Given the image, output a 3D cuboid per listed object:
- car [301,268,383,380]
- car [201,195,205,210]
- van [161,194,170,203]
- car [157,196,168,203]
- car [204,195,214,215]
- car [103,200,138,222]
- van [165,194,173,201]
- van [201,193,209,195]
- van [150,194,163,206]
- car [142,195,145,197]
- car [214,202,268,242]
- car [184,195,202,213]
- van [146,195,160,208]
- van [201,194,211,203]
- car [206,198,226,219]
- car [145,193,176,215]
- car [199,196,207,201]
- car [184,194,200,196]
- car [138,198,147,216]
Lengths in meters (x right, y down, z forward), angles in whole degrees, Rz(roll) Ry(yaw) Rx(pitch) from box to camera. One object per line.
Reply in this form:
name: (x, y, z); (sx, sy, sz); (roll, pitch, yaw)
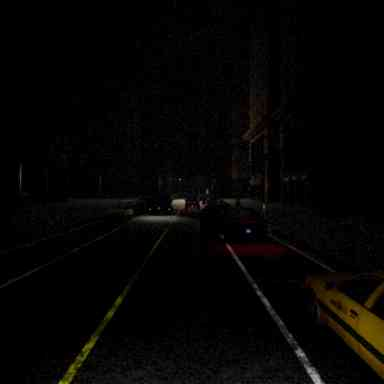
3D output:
car: (2.760, 1.523, 4.112); (1.752, 1.417, 4.829); (0, 0, 0)
car: (2.753, 1.534, 49.363); (2.008, 1.369, 4.403); (0, 0, 0)
van: (-5.776, 1.326, 72.062); (1.690, 1.788, 3.998); (0, 0, 0)
car: (-5.774, 1.566, 66.385); (1.802, 1.307, 4.206); (0, 0, 0)
car: (2.755, 1.426, 38.007); (1.967, 1.590, 4.097); (0, 0, 0)
car: (-5.768, 1.514, 26.472); (1.752, 1.417, 4.829); (0, 0, 0)
van: (-5.777, 1.328, 83.417); (1.690, 1.788, 3.998); (0, 0, 0)
van: (2.752, 1.324, 55.041); (1.690, 1.788, 3.998); (0, 0, 0)
van: (-5.773, 1.324, 55.030); (1.690, 1.788, 3.998); (0, 0, 0)
car: (-5.771, 1.300, 43.675); (2.192, 1.841, 5.009); (0, 0, 0)
car: (2.358, 1.469, 16.353); (1.882, 1.535, 5.008); (0, 0, 0)
car: (0.052, 1.487, 43.030); (1.837, 1.490, 4.892); (0, -1, 1)
van: (-5.772, 1.325, 49.352); (1.690, 1.788, 3.998); (0, 0, 0)
van: (2.750, 1.325, 66.395); (1.690, 1.788, 3.998); (0, 0, 0)
car: (2.756, 1.538, 32.330); (2.008, 1.369, 4.403); (0, 0, 0)
car: (-3.102, 1.208, 34.305); (2.150, 2.045, 5.566); (0, 0, 0)
car: (2.748, 1.568, 83.428); (1.802, 1.307, 4.206); (0, 0, 0)
car: (-0.008, 1.488, 52.996); (1.837, 1.490, 4.892); (0, 0, 0)
car: (-5.769, 1.569, 32.320); (1.802, 1.307, 4.206); (0, 0, 0)
